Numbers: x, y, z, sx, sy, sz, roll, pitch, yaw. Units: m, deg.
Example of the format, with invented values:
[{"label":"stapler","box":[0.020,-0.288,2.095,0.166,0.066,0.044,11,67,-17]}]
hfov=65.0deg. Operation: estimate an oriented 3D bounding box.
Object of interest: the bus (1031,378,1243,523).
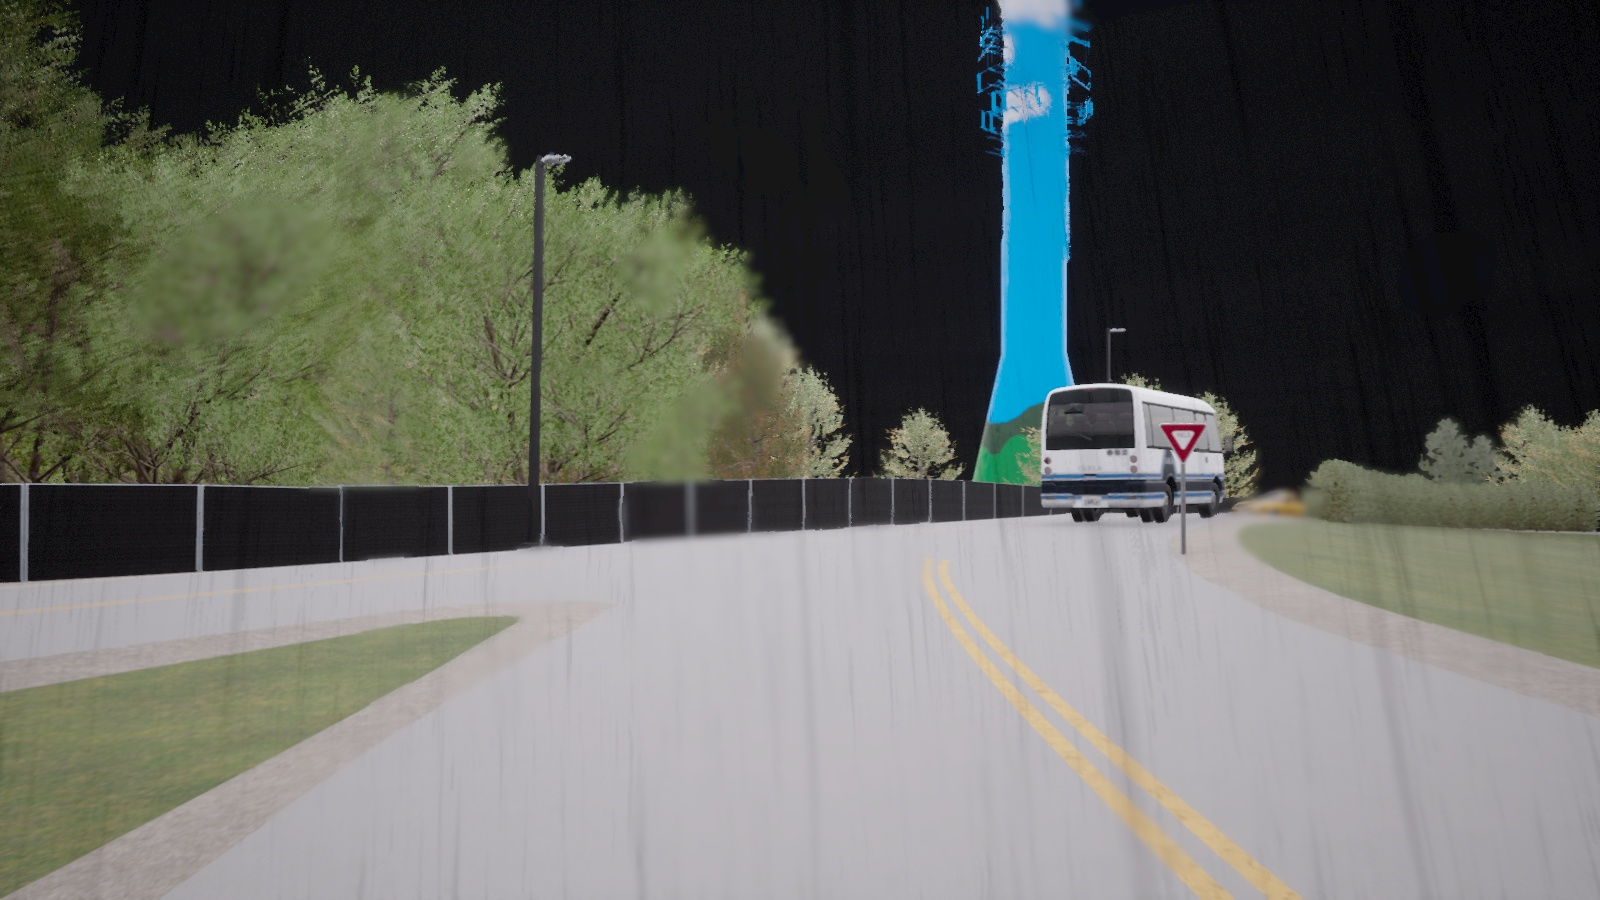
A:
[{"label":"bus","box":[11.638,0.146,42.371,3.944,4.253,10.273,-2,-2,32]}]

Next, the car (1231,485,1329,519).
[{"label":"car","box":[24.320,2.672,63.566,5.366,1.575,1.801,3,-5,-33]}]
